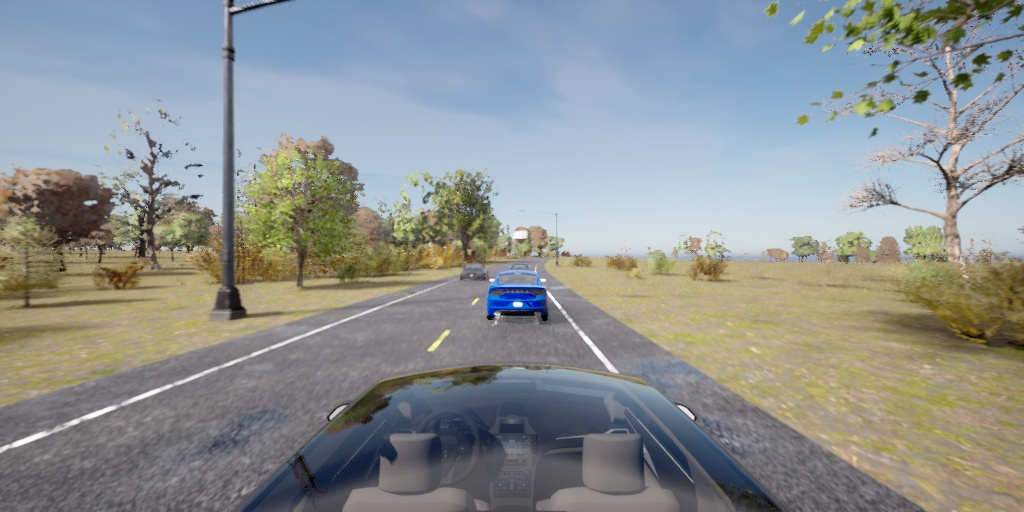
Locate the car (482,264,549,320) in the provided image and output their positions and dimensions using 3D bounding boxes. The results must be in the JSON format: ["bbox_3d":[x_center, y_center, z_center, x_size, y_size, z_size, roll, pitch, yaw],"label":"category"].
[{"bbox_3d":[0.199,1.228,12.677,1.882,1.535,5.008,0,0,1],"label":"car"}]

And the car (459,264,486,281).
[{"bbox_3d":[-3.055,1.317,29.600,1.994,1.385,4.181,0,0,2],"label":"car"}]
